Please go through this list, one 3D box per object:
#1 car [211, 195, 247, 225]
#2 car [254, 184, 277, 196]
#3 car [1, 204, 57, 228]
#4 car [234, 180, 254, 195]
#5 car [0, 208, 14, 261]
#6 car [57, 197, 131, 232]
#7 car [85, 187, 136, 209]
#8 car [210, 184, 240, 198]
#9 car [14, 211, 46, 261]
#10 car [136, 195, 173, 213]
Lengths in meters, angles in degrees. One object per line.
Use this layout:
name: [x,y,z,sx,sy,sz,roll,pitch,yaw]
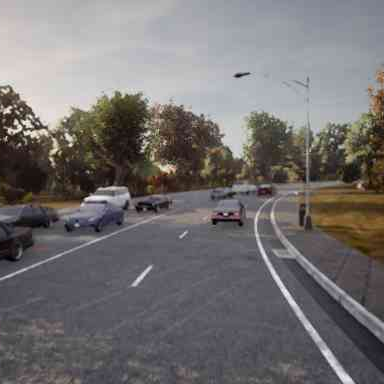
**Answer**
car: [2.397,1.180,20.952,2.033,1.411,5.357,0,2,12]
car: [10.237,-0.324,45.064,1.882,1.535,5.008,0,3,24]
car: [-9.028,1.360,17.376,2.033,1.411,5.357,0,2,9]
car: [7.524,-0.666,48.007,2.150,2.045,5.566,0,3,26]
car: [-3.266,1.222,1.131,2.150,2.045,5.566,0,0,2]
car: [-5.273,1.286,18.652,1.812,1.442,4.674,0,2,10]
car: [-6.977,0.646,27.795,2.150,2.045,5.566,0,3,12]
car: [3.585,0.192,38.534,2.128,1.511,4.902,0,3,22]
car: [-6.517,1.510,9.303,2.033,1.411,5.357,0,1,4]
car: [-3.216,0.949,28.479,1.895,1.301,4.718,0,3,14]
